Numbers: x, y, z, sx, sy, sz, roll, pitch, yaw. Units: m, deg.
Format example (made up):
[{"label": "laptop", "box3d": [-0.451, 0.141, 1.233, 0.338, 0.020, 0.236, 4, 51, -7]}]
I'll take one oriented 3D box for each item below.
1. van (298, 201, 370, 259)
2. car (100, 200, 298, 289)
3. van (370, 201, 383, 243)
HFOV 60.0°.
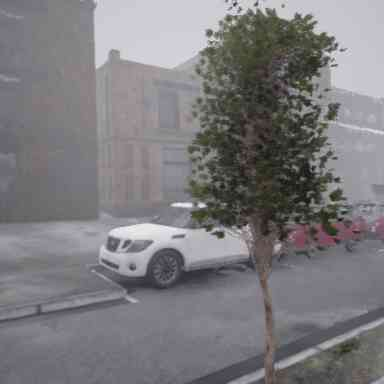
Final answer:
[{"label": "van", "box3d": [4.689, 1.358, 12.875, 4.442, 1.987, 1.878, 1, 0, -35]}, {"label": "car", "box3d": [0.226, 1.285, 9.734, 5.566, 2.045, 2.435, 1, 0, -35]}, {"label": "van", "box3d": [9.226, 1.403, 16.066, 4.442, 1.987, 1.878, 1, 0, -35]}]
